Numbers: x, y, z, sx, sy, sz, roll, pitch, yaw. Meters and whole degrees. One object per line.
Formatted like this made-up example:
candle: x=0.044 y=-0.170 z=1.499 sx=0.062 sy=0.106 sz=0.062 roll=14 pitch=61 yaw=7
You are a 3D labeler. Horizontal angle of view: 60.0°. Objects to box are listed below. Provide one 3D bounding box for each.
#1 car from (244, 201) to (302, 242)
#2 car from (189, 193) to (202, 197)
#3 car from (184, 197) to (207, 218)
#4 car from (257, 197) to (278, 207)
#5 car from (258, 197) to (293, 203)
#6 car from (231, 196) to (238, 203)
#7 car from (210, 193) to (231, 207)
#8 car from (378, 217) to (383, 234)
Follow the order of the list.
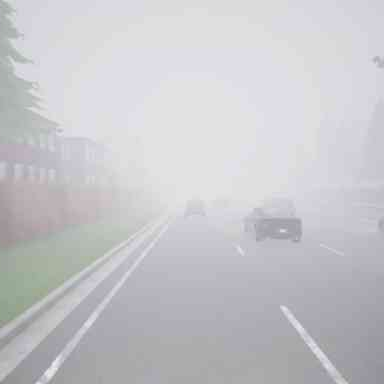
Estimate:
car: x=3.702 y=1.405 z=15.927 sx=1.882 sy=1.535 sz=5.008 roll=0 pitch=0 yaw=1
car: x=0.288 y=1.277 z=59.634 sx=2.033 sy=1.411 sz=5.357 roll=0 pitch=0 yaw=0
car: x=0.281 y=1.416 z=28.960 sx=2.033 sy=1.411 sz=5.357 roll=0 pitch=0 yaw=0
car: x=10.784 y=1.385 z=47.742 sx=1.895 sy=1.301 sz=4.718 roll=0 pitch=0 yaw=0
car: x=7.270 y=1.224 z=28.260 sx=2.097 sy=1.767 sz=4.553 roll=0 pitch=0 yaw=0
car: x=7.287 y=1.325 z=60.904 sx=1.895 sy=1.301 sz=4.718 roll=0 pitch=0 yaw=0
car: x=3.784 y=1.270 z=45.862 sx=1.882 sy=1.535 sz=5.008 roll=0 pitch=0 yaw=0
car: x=10.710 y=1.454 z=15.645 sx=1.812 sy=1.442 sz=4.674 roll=0 pitch=0 yaw=1
